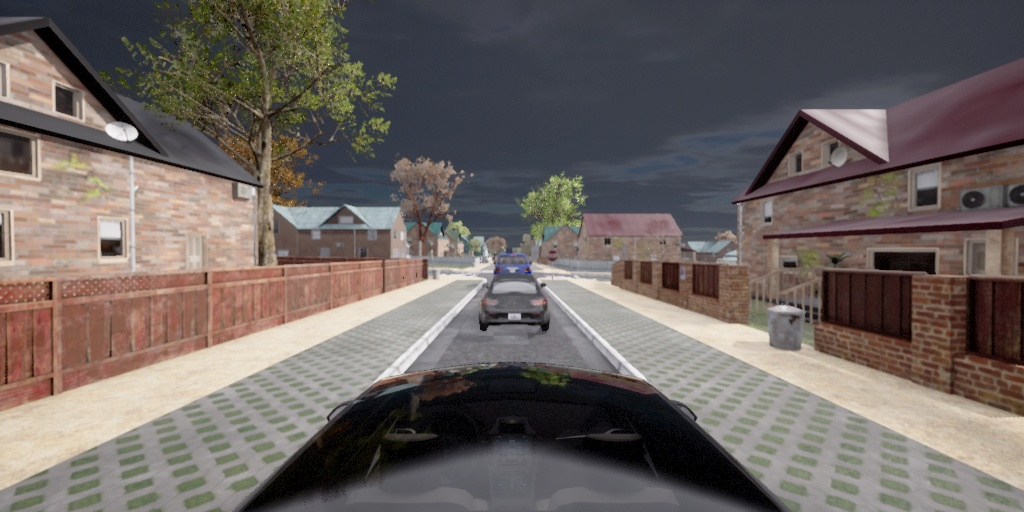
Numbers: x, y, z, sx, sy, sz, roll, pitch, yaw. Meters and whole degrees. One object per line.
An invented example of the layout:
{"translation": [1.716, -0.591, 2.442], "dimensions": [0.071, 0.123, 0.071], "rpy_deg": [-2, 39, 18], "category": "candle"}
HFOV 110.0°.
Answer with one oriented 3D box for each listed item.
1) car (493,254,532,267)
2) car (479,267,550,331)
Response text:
{"translation": [0.037, 0.877, 21.330], "dimensions": [2.150, 2.045, 5.566], "rpy_deg": [0, 0, 0], "category": "car"}
{"translation": [0.068, 1.230, 10.639], "dimensions": [1.812, 1.442, 4.674], "rpy_deg": [0, 0, 0], "category": "car"}
